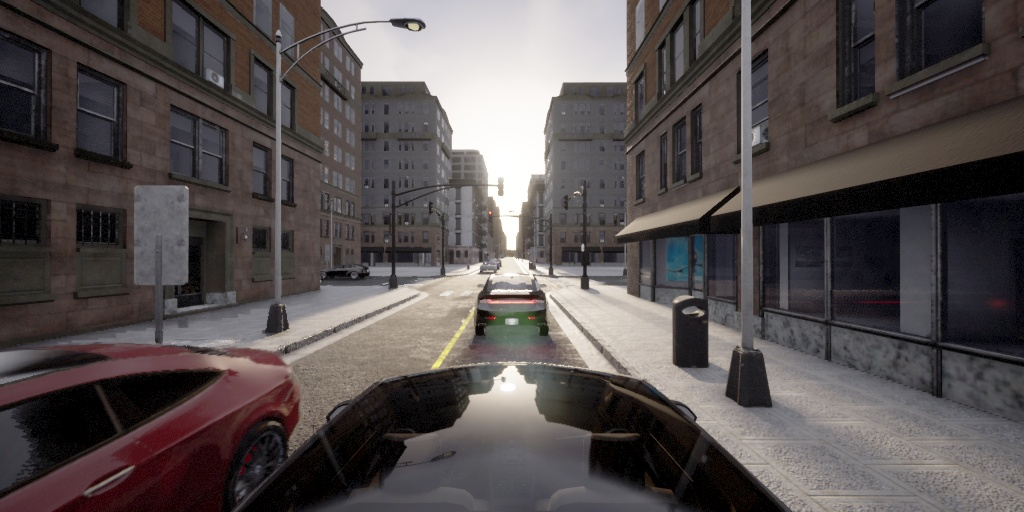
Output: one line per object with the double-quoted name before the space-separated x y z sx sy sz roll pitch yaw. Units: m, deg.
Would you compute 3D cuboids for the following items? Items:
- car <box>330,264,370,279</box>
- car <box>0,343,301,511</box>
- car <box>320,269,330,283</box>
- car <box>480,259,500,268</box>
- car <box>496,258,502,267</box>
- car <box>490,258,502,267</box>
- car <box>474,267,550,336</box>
"car" -14.768 1.329 31.558 4.313 1.339 1.948 0 0 0
"car" -2.839 1.276 1.490 1.812 1.442 4.674 0 0 0
"car" -14.773 1.288 23.532 4.313 1.339 1.948 0 0 0
"car" -2.853 1.325 43.688 1.895 1.301 4.718 0 0 0
"car" -2.847 1.187 53.927 1.882 1.535 5.008 0 0 0
"car" -2.818 1.202 64.397 1.837 1.490 4.892 0 0 0
"car" -0.001 1.241 10.388 2.128 1.511 4.902 0 0 0
